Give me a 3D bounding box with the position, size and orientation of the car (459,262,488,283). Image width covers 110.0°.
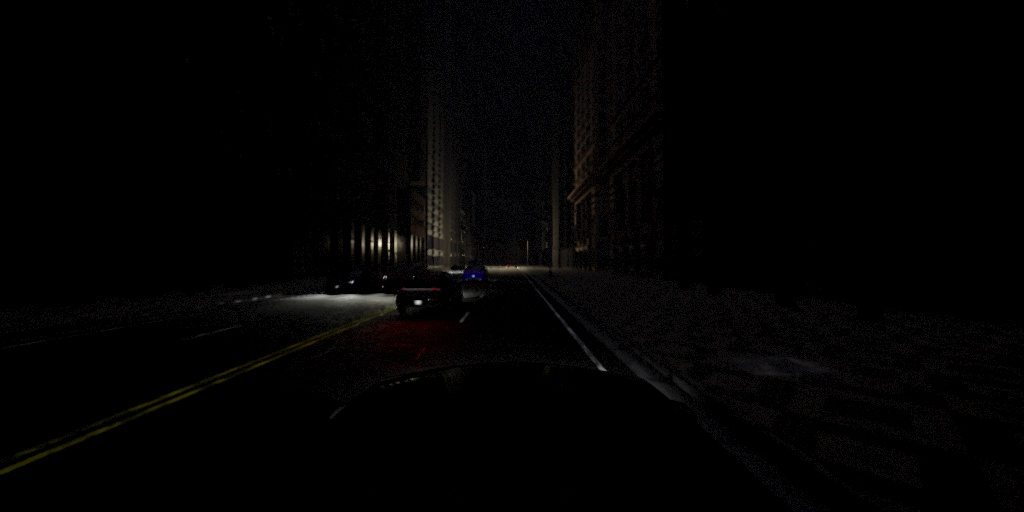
[{"bbox_3d":[-3.159,1.521,31.702,1.882,1.535,5.008,0,-1,0],"label":"car"}]

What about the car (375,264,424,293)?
[{"bbox_3d":[-6.597,1.305,22.684,2.097,1.767,4.553,0,-1,0],"label":"car"}]

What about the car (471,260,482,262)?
[{"bbox_3d":[-6.510,1.662,64.442,2.150,2.045,5.566,0,-1,0],"label":"car"}]

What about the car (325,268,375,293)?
[{"bbox_3d":[-9.847,1.477,22.507,1.812,1.442,4.674,0,-1,0],"label":"car"}]

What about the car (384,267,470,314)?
[{"bbox_3d":[-3.149,1.363,14.459,2.128,1.511,4.902,0,-1,0],"label":"car"}]

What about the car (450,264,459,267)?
[{"bbox_3d":[-9.758,2.035,64.040,1.895,1.301,4.718,0,-1,0],"label":"car"}]
